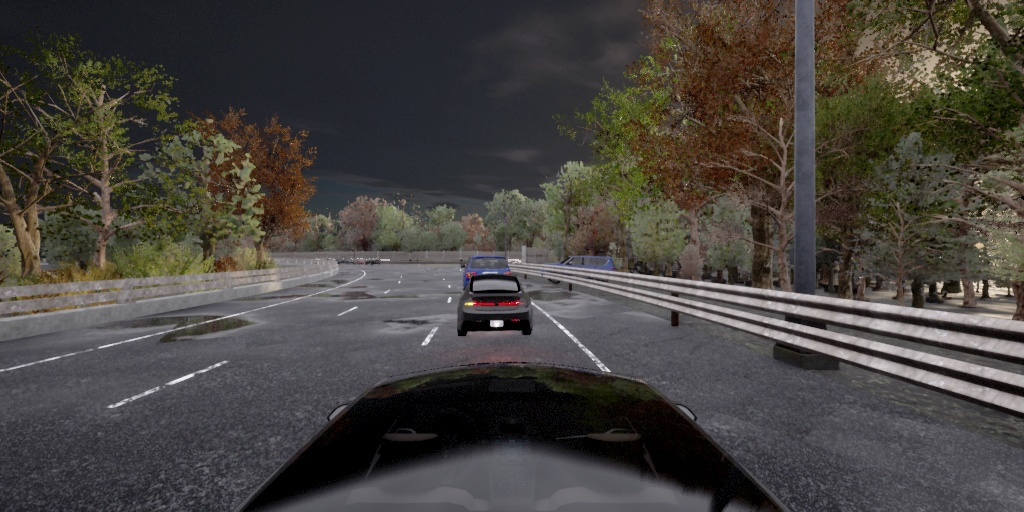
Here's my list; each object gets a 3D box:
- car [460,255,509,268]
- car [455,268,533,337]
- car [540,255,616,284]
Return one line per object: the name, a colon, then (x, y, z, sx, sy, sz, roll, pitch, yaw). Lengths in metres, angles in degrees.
car: (-1.332, 0.971, 17.838, 2.150, 2.045, 5.566, 0, 0, -9)
car: (-0.558, 1.254, 10.369, 1.837, 1.490, 4.892, 0, 0, -5)
car: (4.797, 0.968, 26.163, 5.566, 2.045, 2.150, 3, 1, -4)
